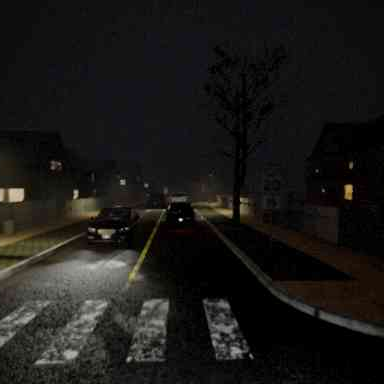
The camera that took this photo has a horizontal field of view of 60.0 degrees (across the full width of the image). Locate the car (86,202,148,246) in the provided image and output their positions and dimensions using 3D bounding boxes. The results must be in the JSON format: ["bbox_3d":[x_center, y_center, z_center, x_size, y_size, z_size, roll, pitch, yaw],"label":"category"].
[{"bbox_3d":[-3.359,1.412,15.016,2.128,1.511,4.902,0,0,-3],"label":"car"}]

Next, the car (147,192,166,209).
[{"bbox_3d":[-4.489,1.063,43.062,2.150,2.045,5.566,0,0,0],"label":"car"}]

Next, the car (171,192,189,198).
[{"bbox_3d":[-1.576,1.058,42.802,2.150,2.045,5.566,0,0,-1],"label":"car"}]

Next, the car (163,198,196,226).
[{"bbox_3d":[-0.802,1.391,22.207,1.837,1.490,4.892,0,0,-3],"label":"car"}]
